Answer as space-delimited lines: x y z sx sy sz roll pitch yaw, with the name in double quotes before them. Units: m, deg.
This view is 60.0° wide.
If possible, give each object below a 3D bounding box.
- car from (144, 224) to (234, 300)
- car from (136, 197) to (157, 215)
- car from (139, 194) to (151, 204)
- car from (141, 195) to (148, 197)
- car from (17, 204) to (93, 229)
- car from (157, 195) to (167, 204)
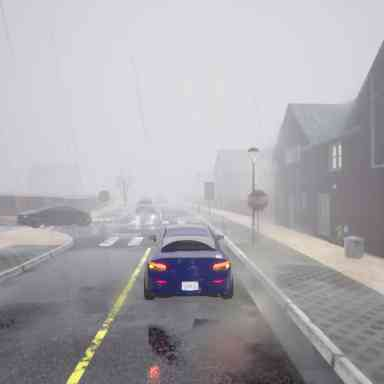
"car" -0.125 1.528 8.289 1.812 1.442 4.674 0 0 -2
"car" -4.793 1.530 34.428 1.812 1.442 4.674 0 0 -6
"car" -9.424 1.360 66.170 2.097 1.767 4.553 0 0 -11
"car" -6.786 1.527 50.326 1.812 1.442 4.674 0 0 -8
"car" -8.260 1.448 20.269 4.181 1.385 1.994 2 0 -35
"car" -5.962 1.357 62.986 2.097 1.767 4.553 0 0 -10
